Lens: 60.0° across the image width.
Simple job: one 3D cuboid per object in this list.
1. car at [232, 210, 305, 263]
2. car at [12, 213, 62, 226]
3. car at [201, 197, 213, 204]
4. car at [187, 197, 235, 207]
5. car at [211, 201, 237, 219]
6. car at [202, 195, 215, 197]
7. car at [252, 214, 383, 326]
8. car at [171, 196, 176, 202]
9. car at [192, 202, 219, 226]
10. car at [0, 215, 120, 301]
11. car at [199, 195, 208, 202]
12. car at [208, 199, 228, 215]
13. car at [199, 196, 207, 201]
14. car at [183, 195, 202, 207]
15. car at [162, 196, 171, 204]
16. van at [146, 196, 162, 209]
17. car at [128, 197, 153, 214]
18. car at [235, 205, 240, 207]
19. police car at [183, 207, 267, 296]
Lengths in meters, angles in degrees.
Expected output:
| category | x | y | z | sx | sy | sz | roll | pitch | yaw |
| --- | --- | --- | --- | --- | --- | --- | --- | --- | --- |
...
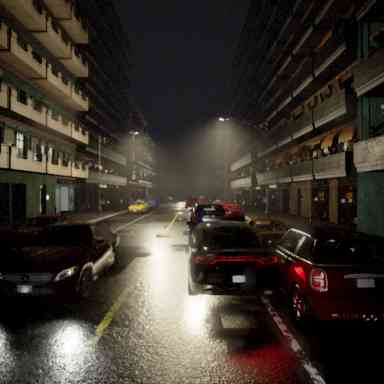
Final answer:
| category | x | y | z | sx | sy | sz | roll | pitch | yaw |
| --- | --- | --- | --- | --- | --- | --- | --- | --- | --- |
| car | 2.709 | 1.528 | 12.923 | 1.752 | 1.417 | 4.829 | 0 | 0 | 0 |
| car | -5.671 | 1.548 | 12.790 | 1.887 | 1.381 | 4.507 | 0 | 0 | 0 |
| car | 2.796 | 1.626 | 63.709 | 2.008 | 1.369 | 4.403 | 0 | 0 | 0 |
| car | 0.930 | 1.357 | 18.691 | 2.097 | 1.767 | 4.553 | 0 | 0 | 0 |
| car | 2.738 | 1.556 | 29.744 | 1.887 | 1.381 | 4.507 | 0 | 0 | 0 |
| car | 2.776 | 1.363 | 52.386 | 2.192 | 1.841 | 5.009 | 0 | 0 | 0 |
| car | 2.699 | 1.440 | 7.091 | 1.967 | 1.590 | 4.097 | 0 | 0 | 0 |
| car | -5.556 | 1.650 | 80.564 | 1.752 | 1.417 | 4.829 | 0 | 0 | 0 |
| car | 0.877 | 1.535 | 24.717 | 1.812 | 1.442 | 4.674 | 0 | 0 | 0 |
| car | -3.087 | 1.526 | 8.471 | 1.812 | 1.442 | 4.674 | 0 | 0 | 0 |
| car | 2.824 | 1.566 | 80.695 | 1.967 | 1.590 | 4.097 | 0 | 0 | 0 |
| car | 2.747 | 1.543 | 35.572 | 1.752 | 1.417 | 4.829 | 0 | 0 | 0 |
| car | 2.834 | 1.712 | 86.354 | 1.947 | 1.339 | 4.313 | 0 | 0 | 0 |
| car | 0.110 | 1.511 | 45.606 | 1.882 | 1.535 | 5.008 | 0 | 0 | 1 |
| car | -5.585 | 1.515 | 63.748 | 1.967 | 1.590 | 4.097 | 0 | 0 | 0 |
| van | -5.614 | 1.376 | 46.763 | 1.690 | 1.788 | 3.998 | 0 | 0 | 0 |
| car | -5.633 | 1.542 | 35.269 | 1.752 | 1.417 | 4.829 | 0 | 0 | 0 |
| car | 2.728 | 1.553 | 24.078 | 1.887 | 1.381 | 4.507 | 0 | 0 | 0 |
| police car | 0.814 | 1.427 | 8.811 | 1.930 | 1.638 | 5.238 | 0 | 0 | -1 |
